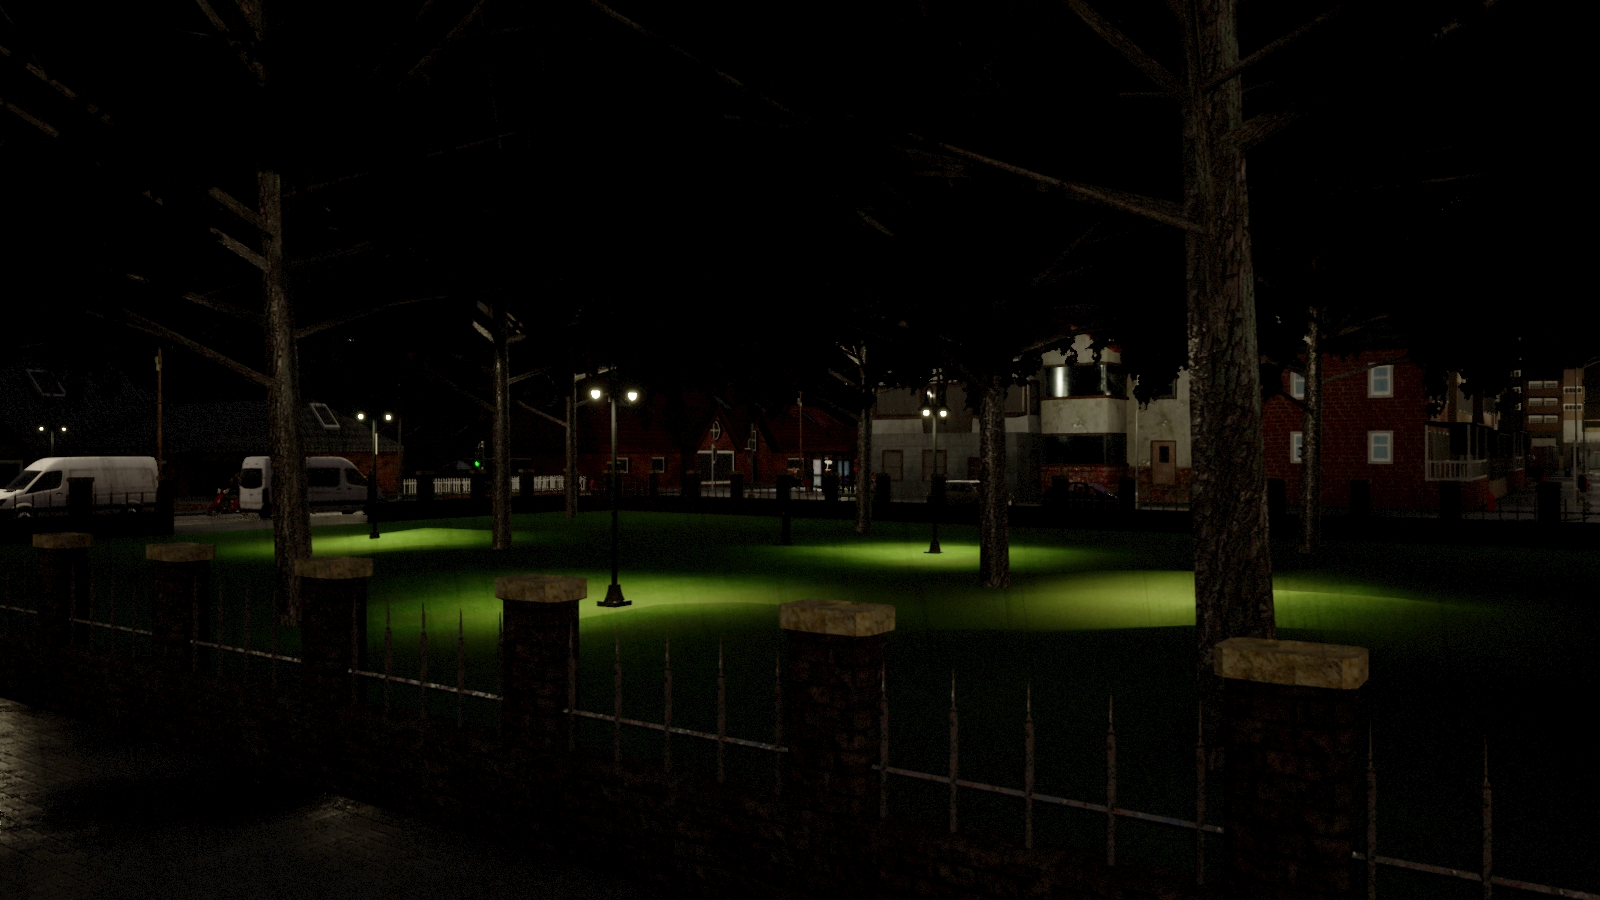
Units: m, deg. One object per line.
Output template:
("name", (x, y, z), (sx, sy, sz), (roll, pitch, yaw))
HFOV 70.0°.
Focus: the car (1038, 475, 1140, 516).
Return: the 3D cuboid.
("car", (11.764, 1.822, 46.558), (3.633, 1.501, 1.845), (0, 0, 35))
